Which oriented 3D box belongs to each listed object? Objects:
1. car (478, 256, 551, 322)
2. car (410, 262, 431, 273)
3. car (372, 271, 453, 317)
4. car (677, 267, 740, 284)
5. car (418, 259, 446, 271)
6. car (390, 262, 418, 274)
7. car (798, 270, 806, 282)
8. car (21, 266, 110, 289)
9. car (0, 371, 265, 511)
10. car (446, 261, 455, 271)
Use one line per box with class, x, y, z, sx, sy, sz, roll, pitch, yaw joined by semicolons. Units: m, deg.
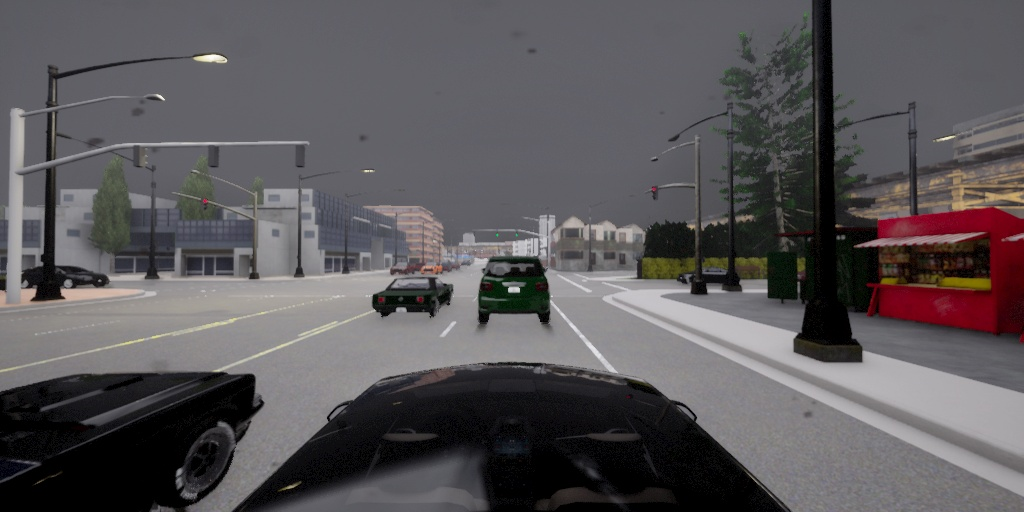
car;0.074;1.019;12.530;2.150;2.045;5.566;0;0;0
car;-14.112;1.755;55.578;1.882;1.535;5.008;0;0;0
car;-3.424;1.402;13.361;1.895;1.301;4.718;0;0;0
car;14.753;1.496;27.040;4.181;1.385;1.994;0;-1;0
car;-10.615;1.555;47.670;2.097;1.767;4.553;0;-1;0
car;-14.119;1.542;46.362;2.097;1.767;4.553;0;-1;0
car;23.251;1.456;26.971;4.674;1.442;1.812;0;-1;1
car;-29.637;1.386;23.684;4.892;1.490;1.837;0;-1;1
car;-3.402;1.350;1.421;1.895;1.301;4.718;0;0;0
car;-10.619;1.842;56.277;1.994;1.385;4.181;0;0;-1
